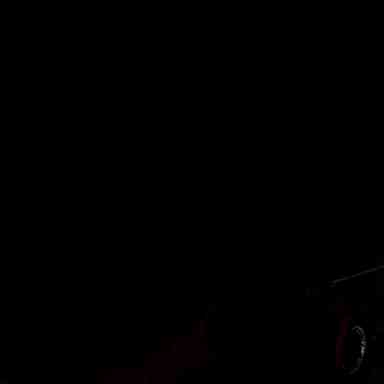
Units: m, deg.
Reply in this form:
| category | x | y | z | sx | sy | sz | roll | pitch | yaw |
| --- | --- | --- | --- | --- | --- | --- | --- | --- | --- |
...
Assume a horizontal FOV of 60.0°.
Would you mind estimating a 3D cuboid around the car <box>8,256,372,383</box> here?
| category | x | y | z | sx | sy | sz | roll | pitch | yaw |
| --- | --- | --- | --- | --- | --- | --- | --- | --- | --- |
| car | 0.234 | 1.537 | 3.851 | 4.181 | 1.385 | 1.994 | -1 | 0 | -36 |
